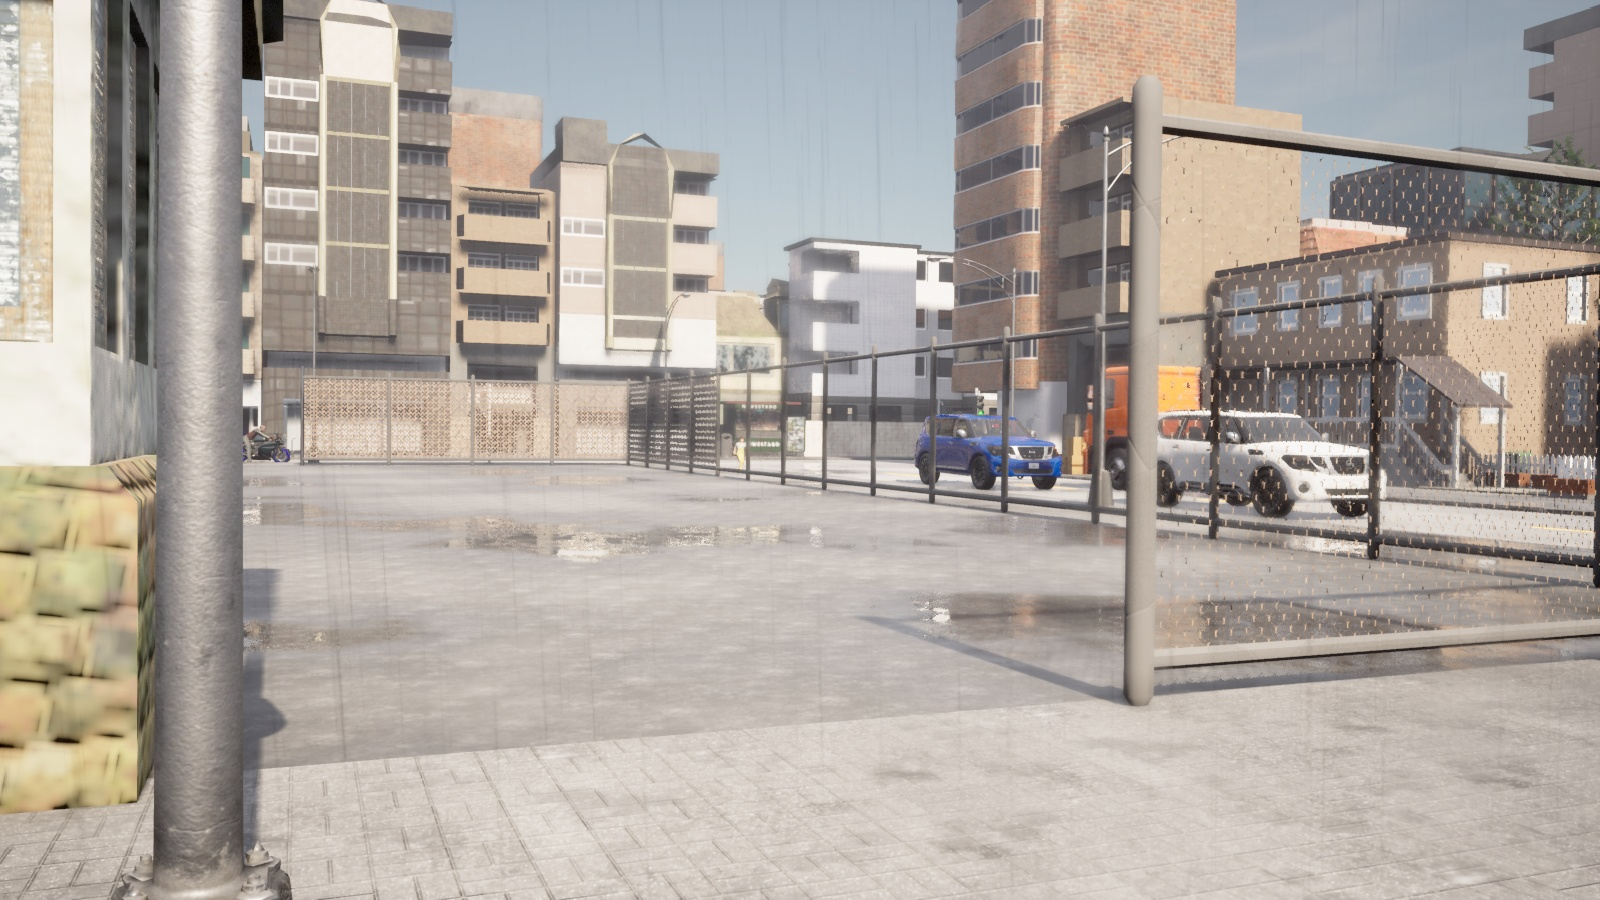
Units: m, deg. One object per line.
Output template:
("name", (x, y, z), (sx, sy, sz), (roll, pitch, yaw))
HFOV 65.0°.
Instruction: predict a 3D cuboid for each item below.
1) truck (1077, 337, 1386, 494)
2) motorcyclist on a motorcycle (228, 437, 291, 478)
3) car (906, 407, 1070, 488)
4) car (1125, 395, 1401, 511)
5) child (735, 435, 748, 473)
("truck", (10.597, -0.820, 31.955), (2.891, 3.462, 7.936), (-1, 1, -22))
("motorcyclist on a motorcycle", (-20.998, 0.266, 48.809), (2.191, 1.530, 0.866), (-1, 1, -22))
("car", (5.106, -0.109, 35.091), (2.150, 2.045, 5.566), (-1, 1, -20))
("car", (9.047, 0.009, 25.220), (2.150, 2.045, 5.566), (-1, 1, -19))
("child", (-1.959, 0.125, 42.034), (0.270, 1.263, 0.437), (-1, 1, -22))
